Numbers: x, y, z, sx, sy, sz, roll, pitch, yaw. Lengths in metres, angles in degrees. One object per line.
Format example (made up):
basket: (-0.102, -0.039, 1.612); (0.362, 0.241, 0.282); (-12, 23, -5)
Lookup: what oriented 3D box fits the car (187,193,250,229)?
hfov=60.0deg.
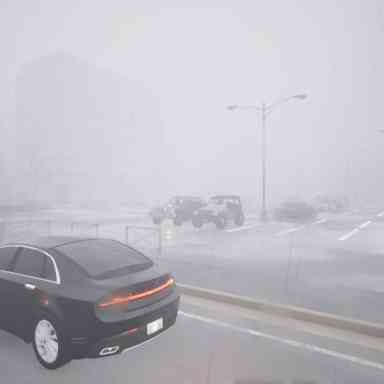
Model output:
car: (1.704, 1.156, 20.229); (1.905, 1.878, 3.866); (0, 0, 34)

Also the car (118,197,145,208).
car: (-8.566, 1.525, 47.999); (1.812, 1.442, 4.674); (0, 0, 34)

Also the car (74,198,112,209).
car: (-13.750, 1.547, 46.593); (2.033, 1.411, 5.357); (0, 0, 34)

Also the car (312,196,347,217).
car: (13.749, 1.395, 33.166); (1.970, 1.475, 3.806); (0, 0, 34)

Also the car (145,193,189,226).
car: (-0.660, 1.153, 21.899); (1.932, 1.855, 4.605); (0, 0, 34)

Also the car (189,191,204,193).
car: (0.412, 0.879, 61.187); (2.150, 2.045, 5.566); (0, 0, 34)

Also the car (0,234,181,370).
car: (-2.454, 1.505, 5.750); (4.892, 1.490, 1.837); (0, 0, 36)

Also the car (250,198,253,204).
car: (9.835, 1.504, 62.475); (1.837, 1.490, 4.892); (0, 0, 34)

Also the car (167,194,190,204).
car: (-2.458, 1.358, 63.191); (2.097, 1.767, 4.553); (0, 0, 34)

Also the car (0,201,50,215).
car: (-17.502, 1.600, 34.752); (1.895, 1.301, 4.718); (0, 0, 34)
